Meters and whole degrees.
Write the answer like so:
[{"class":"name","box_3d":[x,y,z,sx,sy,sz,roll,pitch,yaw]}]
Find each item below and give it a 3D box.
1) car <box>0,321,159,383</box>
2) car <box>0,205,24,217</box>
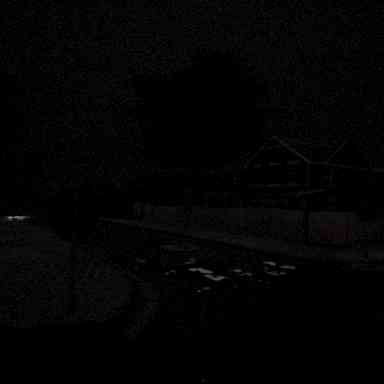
[{"class":"car","box_3d":[-2.464,1.476,1.195,5.008,1.535,1.882,1,-1,-35]},{"class":"car","box_3d":[-23.779,2.473,43.778,2.033,1.411,5.357,2,-3,-41]}]
